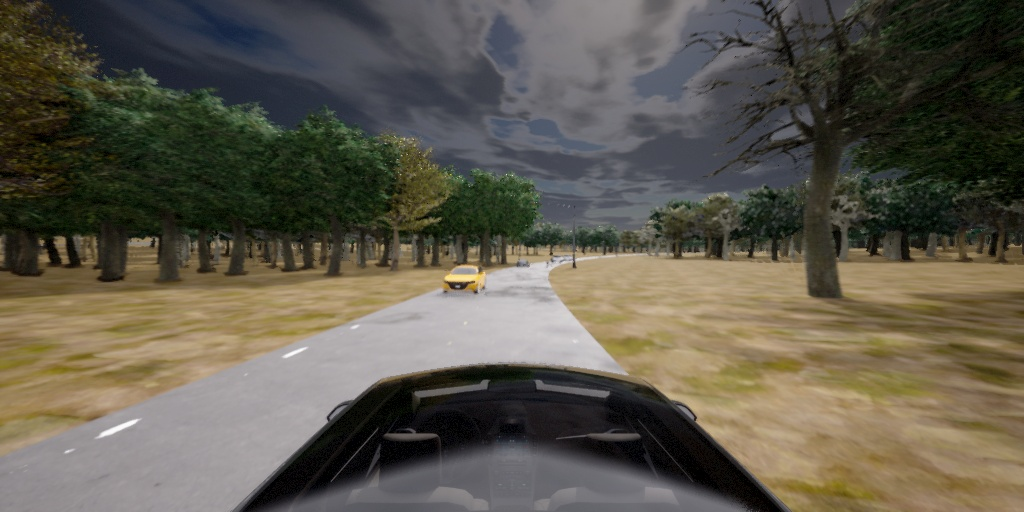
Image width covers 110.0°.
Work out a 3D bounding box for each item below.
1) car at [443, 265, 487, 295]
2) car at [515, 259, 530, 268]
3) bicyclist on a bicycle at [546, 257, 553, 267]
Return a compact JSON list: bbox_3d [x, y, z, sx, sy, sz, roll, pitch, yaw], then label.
[{"bbox_3d":[-2.607,1.279,20.632,1.882,1.535,5.008,0,0,3],"label":"car"},{"bbox_3d":[1.921,1.268,61.210,1.812,1.442,4.674,1,0,10],"label":"car"},{"bbox_3d":[6.511,1.213,65.130,0.866,1.612,1.509,1,1,11],"label":"bicyclist on a bicycle"}]
